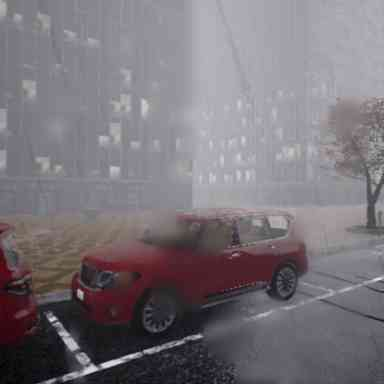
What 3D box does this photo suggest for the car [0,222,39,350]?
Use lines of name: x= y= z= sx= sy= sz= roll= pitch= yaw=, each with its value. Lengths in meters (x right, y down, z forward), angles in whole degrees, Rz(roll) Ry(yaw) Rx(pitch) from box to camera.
car: x=-4.321 y=1.318 z=3.471 sx=5.009 sy=1.841 sz=2.192 roll=0 pitch=1 yaw=-35

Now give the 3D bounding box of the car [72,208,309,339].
car: x=0.280 y=1.303 z=6.746 sx=5.009 sy=1.841 sz=2.192 roll=0 pitch=1 yaw=-35
